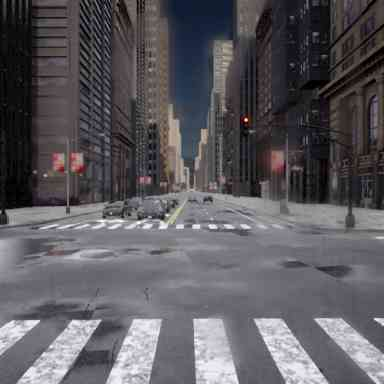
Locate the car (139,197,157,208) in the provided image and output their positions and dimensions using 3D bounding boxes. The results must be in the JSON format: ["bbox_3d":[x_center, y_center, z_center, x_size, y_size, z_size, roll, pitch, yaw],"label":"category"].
[{"bbox_3d":[-6.590,1.514,50.041,2.033,1.411,5.357,0,0,0],"label":"car"}]

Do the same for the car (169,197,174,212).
[{"bbox_3d":[-3.352,1.506,36.473,1.812,1.442,4.674,0,0,0],"label":"car"}]

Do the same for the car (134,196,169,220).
[{"bbox_3d":[-3.291,1.339,27.689,2.097,1.767,4.553,0,0,-2],"label":"car"}]

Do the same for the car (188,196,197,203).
[{"bbox_3d":[0.098,1.474,69.828,2.033,1.411,5.357,0,0,0],"label":"car"}]

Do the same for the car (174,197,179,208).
[{"bbox_3d":[-3.340,1.535,46.496,1.994,1.385,4.181,0,0,0],"label":"car"}]

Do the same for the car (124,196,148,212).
[{"bbox_3d":[-6.598,1.329,39.744,2.097,1.767,4.553,0,0,0],"label":"car"}]

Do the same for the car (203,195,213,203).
[{"bbox_3d":[3.348,1.432,69.916,1.837,1.490,4.892,0,0,0],"label":"car"}]

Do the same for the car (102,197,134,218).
[{"bbox_3d":[-6.601,1.490,29.590,1.837,1.490,4.892,0,0,0],"label":"car"}]

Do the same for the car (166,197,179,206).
[{"bbox_3d":[-3.315,1.558,56.513,1.895,1.301,4.718,0,0,0],"label":"car"}]
